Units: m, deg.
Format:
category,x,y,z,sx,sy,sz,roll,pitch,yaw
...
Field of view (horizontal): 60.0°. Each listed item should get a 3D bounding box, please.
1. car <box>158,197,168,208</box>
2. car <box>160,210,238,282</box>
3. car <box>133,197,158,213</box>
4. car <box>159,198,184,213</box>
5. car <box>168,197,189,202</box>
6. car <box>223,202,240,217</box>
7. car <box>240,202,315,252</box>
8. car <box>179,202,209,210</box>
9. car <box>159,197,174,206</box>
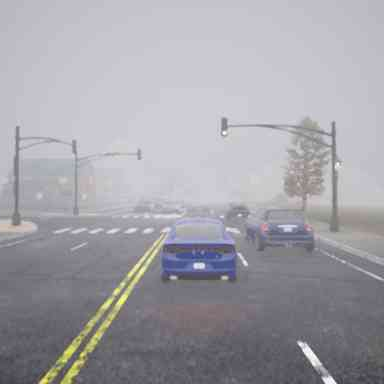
category,x,y,z,sx,sy,sz,roll,pitch,yaw
car,-5.159,1.541,49.422,2.097,1.767,4.553,0,0,3
car,0.190,1.507,9.898,1.882,1.535,5.008,0,0,1
car,-5.663,1.650,39.577,1.837,1.490,4.892,0,0,3
car,-2.407,1.745,39.700,1.895,1.301,4.718,0,0,3
car,-1.941,1.748,48.781,1.994,1.385,4.181,0,0,3
car,3.874,1.600,28.938,1.837,1.490,4.892,0,0,2
car,3.507,1.395,14.183,2.097,1.767,4.553,0,0,1
car,0.433,1.620,22.603,2.033,1.411,5.357,0,0,1
car,-4.477,1.719,59.818,1.882,1.535,5.008,0,0,5
